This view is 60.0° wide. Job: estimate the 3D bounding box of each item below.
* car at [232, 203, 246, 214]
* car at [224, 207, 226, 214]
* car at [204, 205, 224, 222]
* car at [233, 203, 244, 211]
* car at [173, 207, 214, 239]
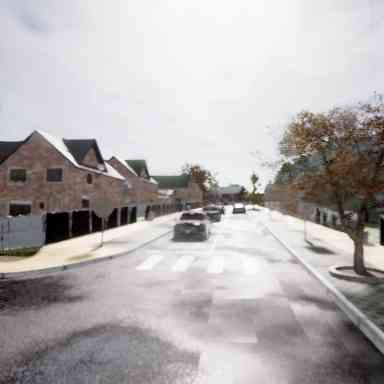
[{"bbox_3d":[6.953,2.505,49.142,1.994,1.385,4.181,0,-1,8],"label":"car"},{"bbox_3d":[3.747,2.510,47.128,1.895,1.301,4.718,0,-1,8],"label":"car"},{"bbox_3d":[1.825,2.107,32.979,1.882,1.535,5.008,0,-1,8],"label":"car"},{"bbox_3d":[8.680,2.782,62.069,1.994,1.385,4.181,0,-1,7],"label":"car"},{"bbox_3d":[0.085,1.897,19.962,1.837,1.490,4.892,0,-1,8],"label":"car"}]
